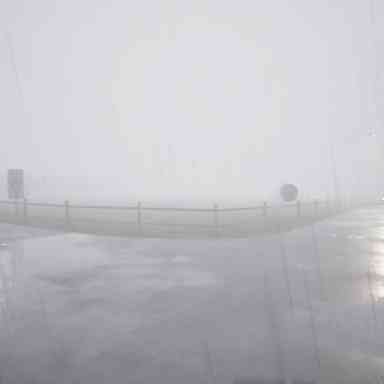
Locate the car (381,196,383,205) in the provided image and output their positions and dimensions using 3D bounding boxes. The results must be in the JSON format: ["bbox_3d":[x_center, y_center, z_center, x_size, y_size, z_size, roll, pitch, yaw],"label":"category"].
[{"bbox_3d":[29.032,1.030,48.794,2.097,1.767,4.553,1,0,34],"label":"car"}]
